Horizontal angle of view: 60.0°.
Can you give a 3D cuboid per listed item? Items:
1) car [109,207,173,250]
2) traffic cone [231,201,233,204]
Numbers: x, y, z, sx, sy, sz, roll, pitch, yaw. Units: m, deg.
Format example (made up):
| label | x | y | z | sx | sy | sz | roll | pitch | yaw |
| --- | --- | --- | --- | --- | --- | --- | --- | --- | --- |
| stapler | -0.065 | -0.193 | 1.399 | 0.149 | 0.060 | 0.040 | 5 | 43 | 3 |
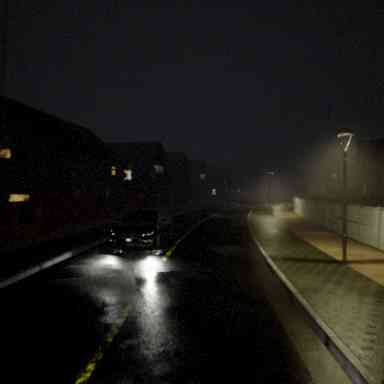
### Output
| label | x | y | z | sx | sy | sz | roll | pitch | yaw |
| --- | --- | --- | --- | --- | --- | --- | --- | --- | --- |
| car | -2.000 | 1.443 | 14.233 | 1.837 | 1.490 | 4.892 | 0 | 0 | 6 |
| traffic cone | 6.745 | 1.641 | 55.722 | 0.340 | 0.580 | 0.340 | 0 | 1 | 21 |
